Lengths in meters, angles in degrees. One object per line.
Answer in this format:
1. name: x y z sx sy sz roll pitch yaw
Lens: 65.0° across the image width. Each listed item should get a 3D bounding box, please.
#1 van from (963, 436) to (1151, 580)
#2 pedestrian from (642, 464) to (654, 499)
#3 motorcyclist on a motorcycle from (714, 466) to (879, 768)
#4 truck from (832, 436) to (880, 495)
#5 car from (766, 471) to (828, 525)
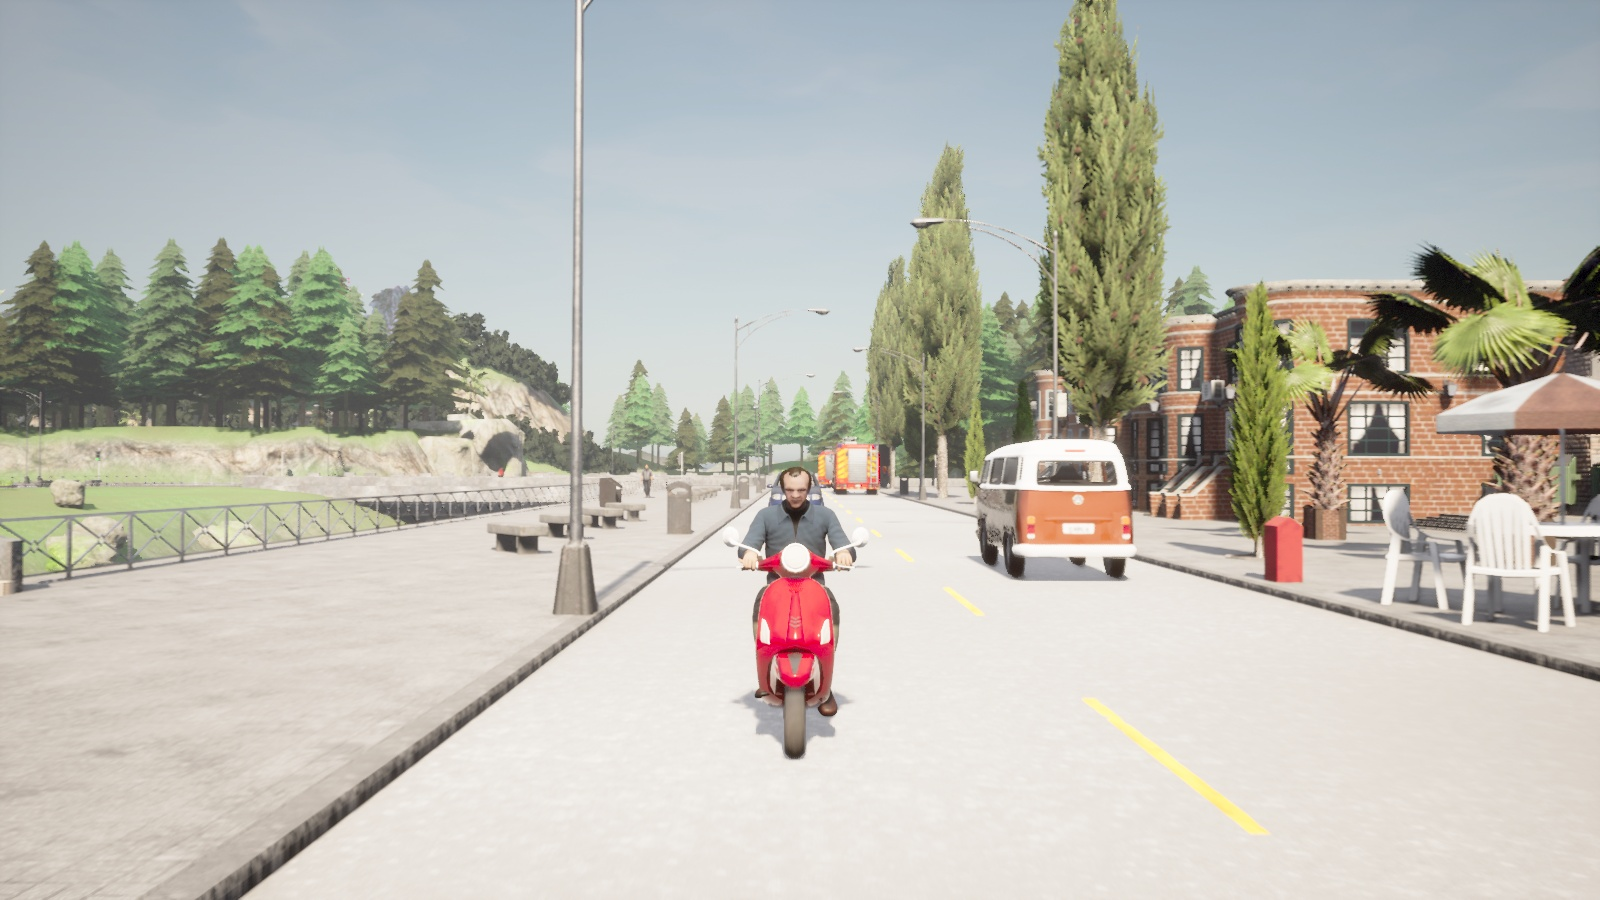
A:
1. van: 3.946 0.859 20.098 2.069 2.038 4.480 0 -1 0
2. pedestrian: -8.003 1.662 66.010 0.540 1.848 0.694 0 -1 1
3. motorcyclist on a motorcycle: -0.020 0.894 7.539 0.866 1.590 1.817 0 -1 0
4. truck: 3.770 1.088 86.810 2.891 3.827 8.468 0 -1 0
5. car: -0.099 1.435 38.291 1.789 1.549 3.705 0 -1 0
